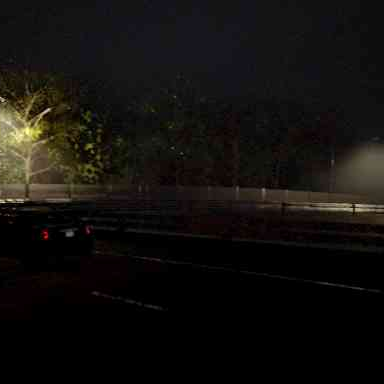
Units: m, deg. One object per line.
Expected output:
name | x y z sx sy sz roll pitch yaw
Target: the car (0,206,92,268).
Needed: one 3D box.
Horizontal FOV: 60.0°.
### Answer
car | -5.626 1.326 11.337 4.553 1.767 2.097 0 0 30
